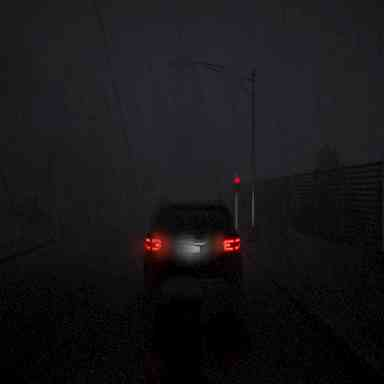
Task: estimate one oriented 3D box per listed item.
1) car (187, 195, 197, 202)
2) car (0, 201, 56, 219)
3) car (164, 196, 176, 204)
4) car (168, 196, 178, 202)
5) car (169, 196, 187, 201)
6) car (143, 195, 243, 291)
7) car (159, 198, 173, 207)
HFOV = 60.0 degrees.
[{"bbox_3d":[-0.097,1.478,77.545,1.882,1.535,5.008,0,0,-4],"label":"car"},{"bbox_3d":[-14.117,1.525,28.392,4.674,1.442,1.812,0,0,-1],"label":"car"},{"bbox_3d":[-4.125,1.547,63.353,2.033,1.411,5.357,0,0,0],"label":"car"},{"bbox_3d":[-4.083,1.552,73.338,1.994,1.385,4.181,0,0,0],"label":"car"},{"bbox_3d":[-3.803,1.595,87.234,4.718,1.301,1.895,0,0,40],"label":"car"},{"bbox_3d":[0.033,1.221,9.158,2.150,2.045,5.566,0,0,0],"label":"car"},{"bbox_3d":[-4.153,1.601,53.590,1.895,1.301,4.718,0,0,0],"label":"car"}]
